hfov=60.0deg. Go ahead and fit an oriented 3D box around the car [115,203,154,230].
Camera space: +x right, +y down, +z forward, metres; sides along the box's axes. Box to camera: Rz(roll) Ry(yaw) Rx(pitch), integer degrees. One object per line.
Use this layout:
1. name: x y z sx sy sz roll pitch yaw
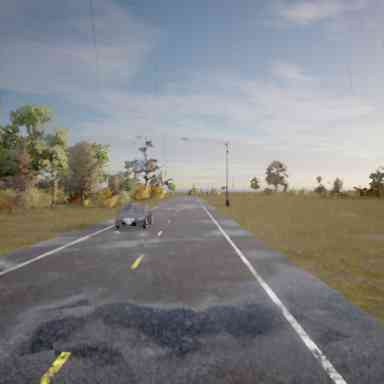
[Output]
1. car: -3.597 1.493 21.378 2.128 1.511 4.902 0 0 0
